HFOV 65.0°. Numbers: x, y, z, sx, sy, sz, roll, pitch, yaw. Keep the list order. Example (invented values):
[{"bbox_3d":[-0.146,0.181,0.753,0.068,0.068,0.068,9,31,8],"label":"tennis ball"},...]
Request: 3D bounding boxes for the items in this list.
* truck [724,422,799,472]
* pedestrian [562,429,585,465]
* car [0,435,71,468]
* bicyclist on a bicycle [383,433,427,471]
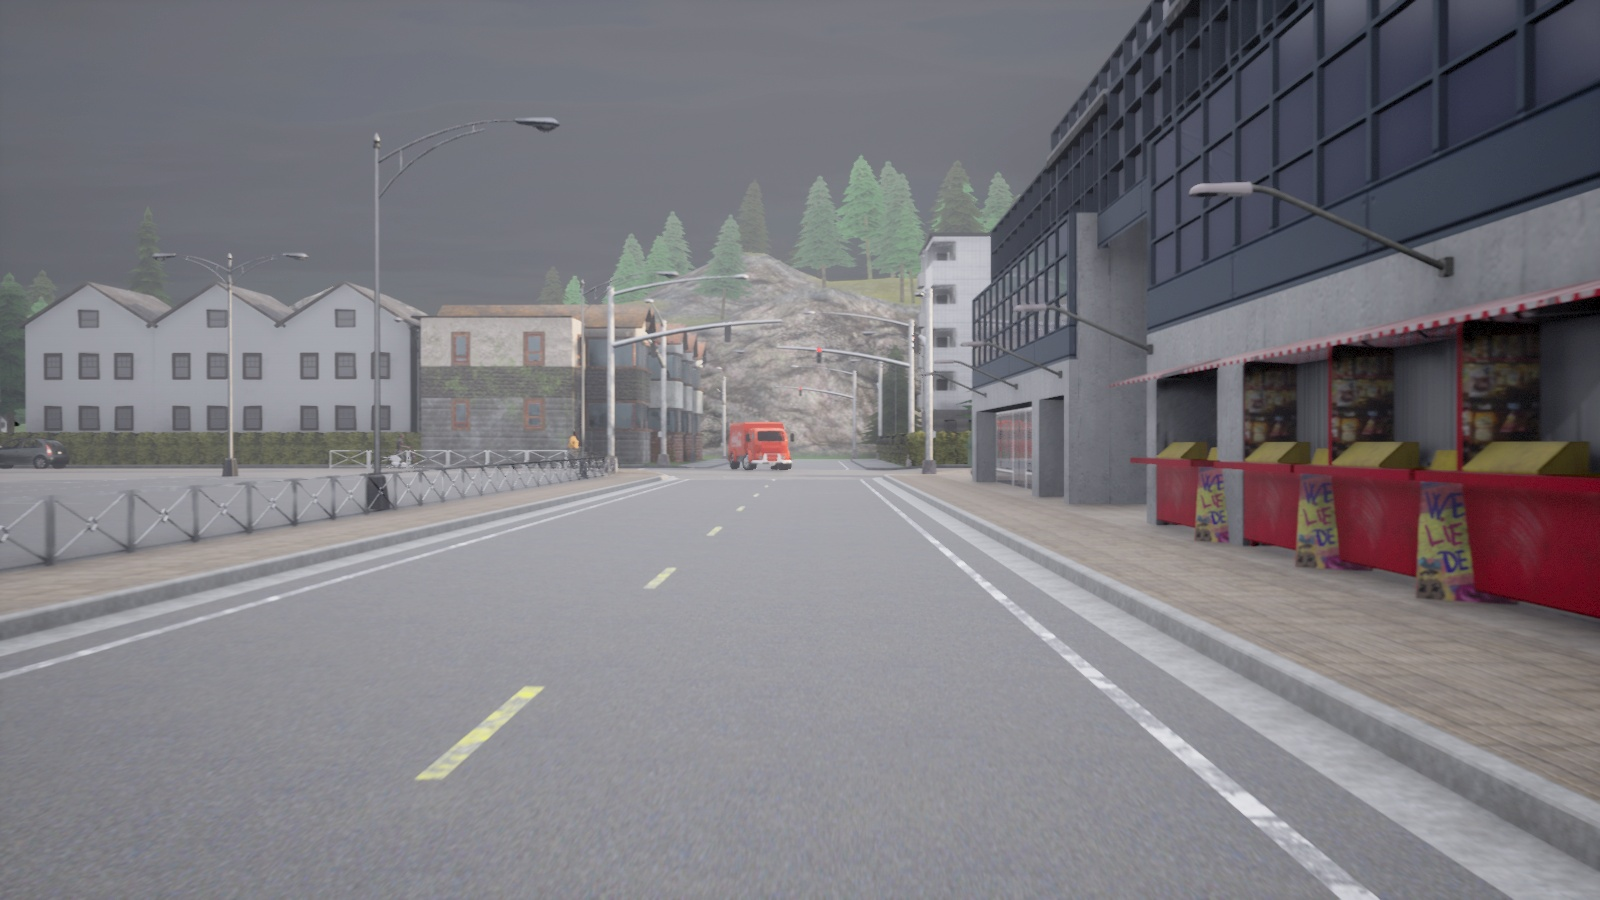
[{"bbox_3d":[-2.054,-0.210,64.497,2.627,2.467,5.204,0,1,-16],"label":"truck"},{"bbox_3d":[-11.922,-0.155,66.053,0.900,1.855,0.874,0,0,20],"label":"pedestrian"},{"bbox_3d":[-39.166,0.079,63.129,3.988,1.617,1.851,0,0,1],"label":"car"},{"bbox_3d":[-18.665,0.090,59.311,1.843,1.776,0.659,0,0,1],"label":"bicyclist on a bicycle"}]
